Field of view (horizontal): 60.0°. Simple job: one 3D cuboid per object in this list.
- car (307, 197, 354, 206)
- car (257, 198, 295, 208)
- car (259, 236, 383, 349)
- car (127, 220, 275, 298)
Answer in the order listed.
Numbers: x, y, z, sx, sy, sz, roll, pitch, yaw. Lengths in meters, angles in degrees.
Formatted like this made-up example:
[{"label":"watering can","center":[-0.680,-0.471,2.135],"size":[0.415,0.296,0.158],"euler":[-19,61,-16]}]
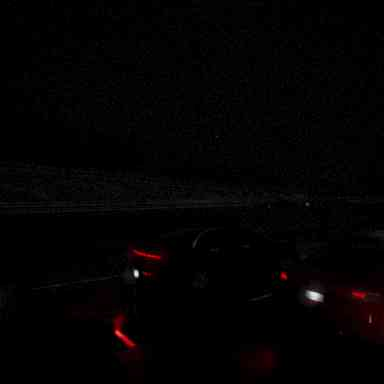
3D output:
[{"label":"car","center":[13.299,1.475,30.700],"size":[4.902,1.511,2.128],"euler":[0,0,-36]},{"label":"car","center":[9.201,1.461,36.375],"size":[5.008,1.535,1.882],"euler":[0,0,-36]},{"label":"car","center":[3.506,1.562,6.258],"size":[4.181,1.385,1.994],"euler":[0,0,-35]},{"label":"car","center":[0.757,1.504,8.595],"size":[4.892,1.490,1.837],"euler":[0,0,-35]}]
